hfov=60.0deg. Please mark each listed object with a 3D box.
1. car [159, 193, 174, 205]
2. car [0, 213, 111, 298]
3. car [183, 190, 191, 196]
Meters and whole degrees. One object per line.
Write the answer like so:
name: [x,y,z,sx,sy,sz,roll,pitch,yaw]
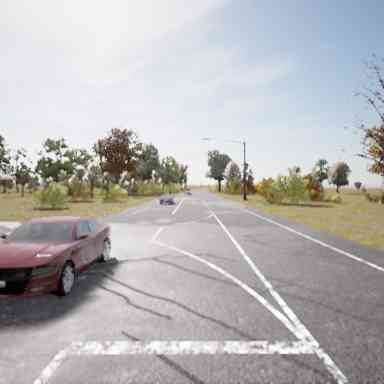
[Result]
car: [-3.420,0.917,45.427,2.128,1.511,4.902,0,1,0]
car: [-3.491,1.366,8.529,1.882,1.535,5.008,0,1,0]
car: [-1.398,0.248,94.742,2.128,1.511,4.902,0,1,7]
